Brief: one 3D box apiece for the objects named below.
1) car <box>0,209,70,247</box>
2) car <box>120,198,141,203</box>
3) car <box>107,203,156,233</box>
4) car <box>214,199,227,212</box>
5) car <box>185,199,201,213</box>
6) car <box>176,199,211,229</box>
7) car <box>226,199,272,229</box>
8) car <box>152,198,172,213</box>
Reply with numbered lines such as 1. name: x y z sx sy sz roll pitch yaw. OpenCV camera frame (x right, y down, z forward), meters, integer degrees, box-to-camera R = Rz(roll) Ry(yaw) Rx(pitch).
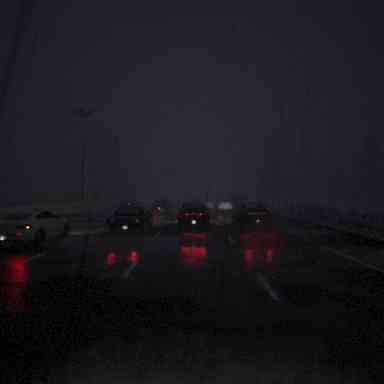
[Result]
1. car: -6.912 1.444 14.473 1.812 1.442 4.674 0 0 0
2. car: -6.899 1.492 37.041 1.837 1.490 4.892 0 -1 0
3. car: -3.398 1.507 19.085 1.895 1.301 4.718 0 0 0
4. car: 3.603 1.523 38.069 1.812 1.442 4.674 0 -1 0
5. car: 0.101 1.523 38.079 1.812 1.442 4.674 0 -1 0
6. car: 0.102 1.410 20.752 1.837 1.490 4.892 0 0 0
7. car: 3.602 1.397 20.559 2.128 1.511 4.902 0 0 0
8. car: -3.398 1.492 37.045 1.837 1.490 4.892 0 -1 0
